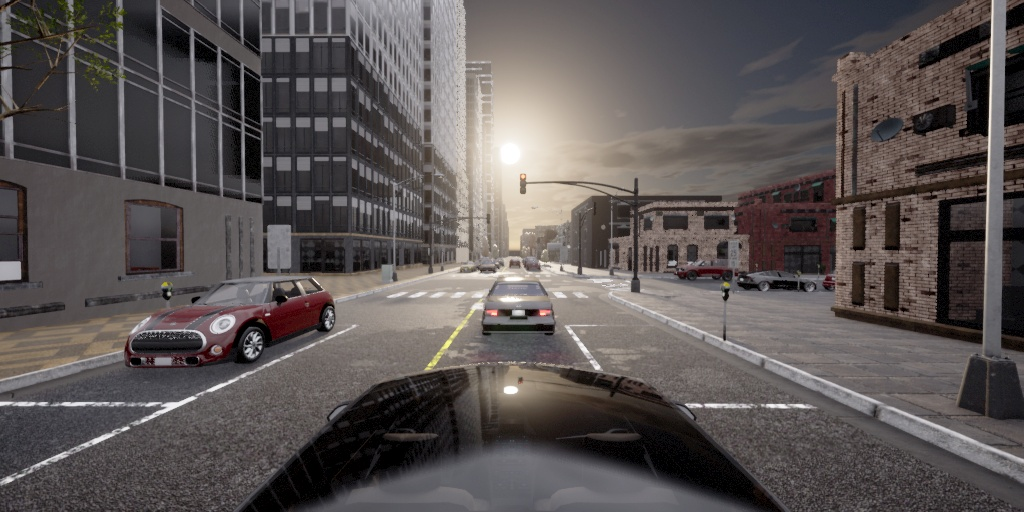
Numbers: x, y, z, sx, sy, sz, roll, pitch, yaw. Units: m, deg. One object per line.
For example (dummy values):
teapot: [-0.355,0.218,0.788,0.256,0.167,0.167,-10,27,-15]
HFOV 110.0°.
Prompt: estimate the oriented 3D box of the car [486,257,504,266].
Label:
car: [-2.743,1.285,54.485,2.033,1.411,5.357,0,0,0]

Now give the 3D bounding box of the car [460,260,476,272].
car: [-5.537,1.264,45.599,1.751,1.417,4.829,0,0,0]

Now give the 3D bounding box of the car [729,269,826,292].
car: [16.549,1.546,22.548,4.313,1.339,1.948,0,0,1]

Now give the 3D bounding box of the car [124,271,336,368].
car: [-5.653,1.188,7.822,1.967,1.591,4.097,0,0,0]

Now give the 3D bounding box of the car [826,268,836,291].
car: [22.096,1.473,22.439,4.097,1.591,1.967,0,0,1]

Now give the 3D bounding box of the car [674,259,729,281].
car: [16.712,1.164,30.926,5.009,1.841,2.192,0,0,1]

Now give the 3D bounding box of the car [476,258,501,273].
car: [-2.816,1.287,43.613,2.033,1.411,5.357,0,0,0]

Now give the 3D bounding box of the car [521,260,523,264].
car: [3.096,1.051,62.589,2.192,1.841,5.009,0,0,0]

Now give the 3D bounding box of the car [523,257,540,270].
car: [3.020,1.178,51.301,1.967,1.591,4.097,0,0,0]

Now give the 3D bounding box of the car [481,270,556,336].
car: [0.157,1.295,10.385,2.033,1.411,5.357,0,0,0]
